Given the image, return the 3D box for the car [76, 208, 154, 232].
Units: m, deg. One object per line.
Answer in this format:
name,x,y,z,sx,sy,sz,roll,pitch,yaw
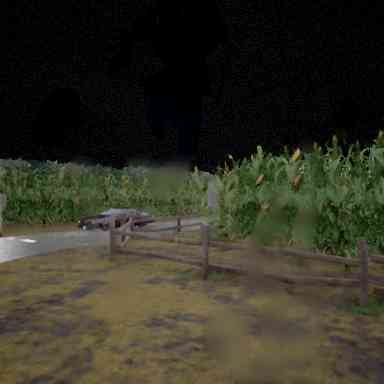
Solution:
car,-4.823,1.745,21.859,2.033,1.411,5.357,-1,-1,36
